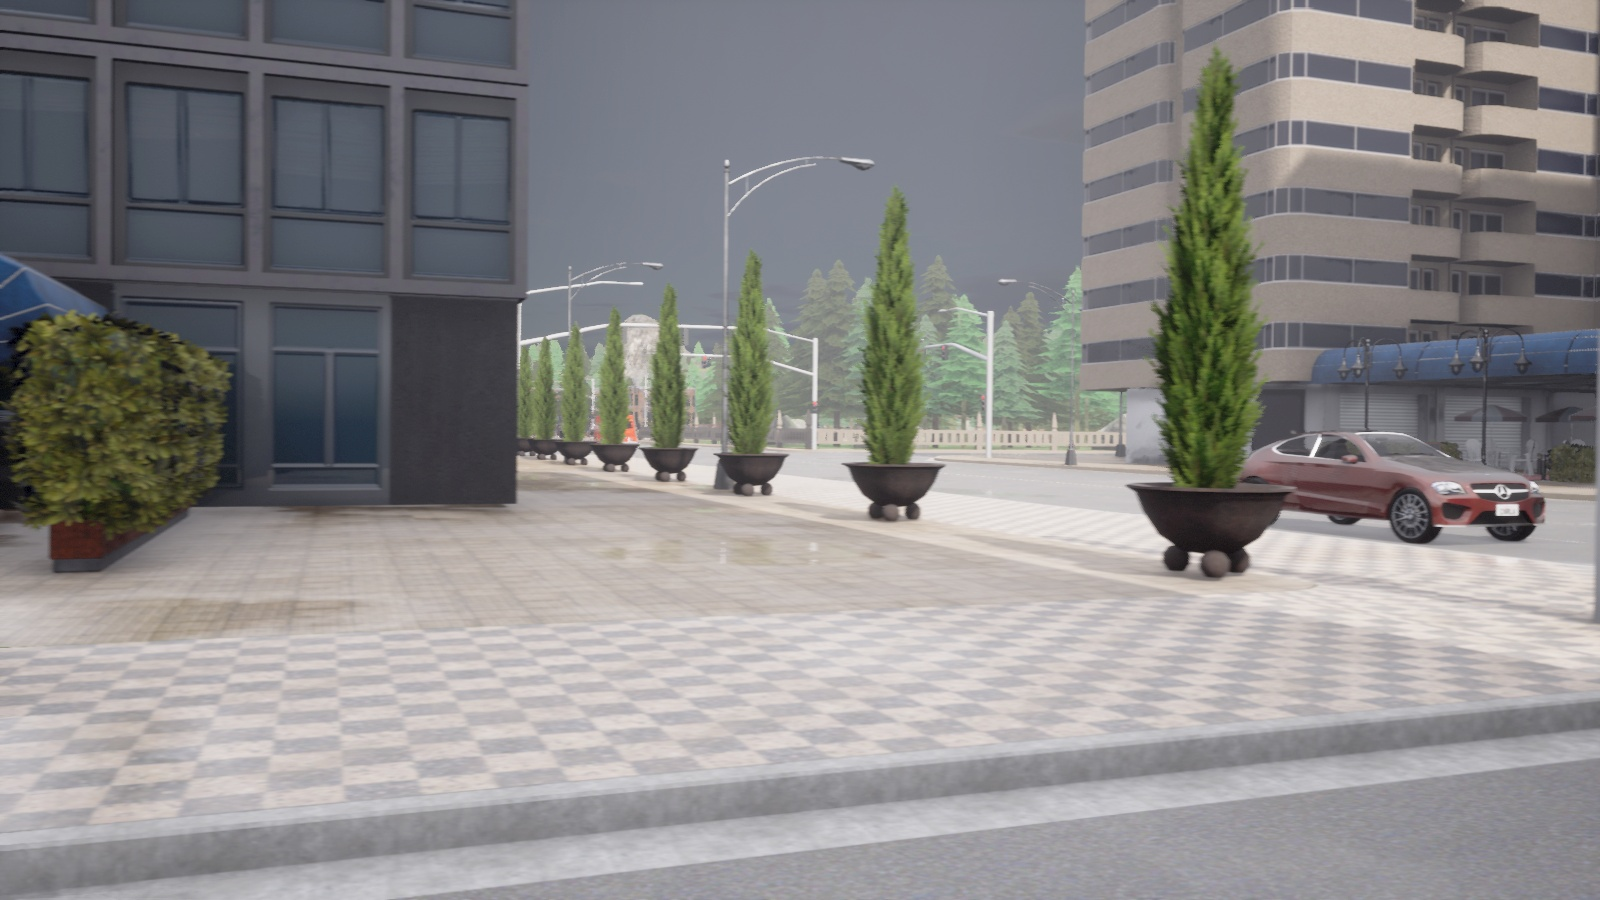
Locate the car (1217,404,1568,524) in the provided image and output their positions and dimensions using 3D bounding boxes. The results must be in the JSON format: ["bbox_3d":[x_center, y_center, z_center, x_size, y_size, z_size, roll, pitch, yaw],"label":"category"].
[{"bbox_3d":[9.217,0.150,20.117,2.152,1.651,5.027,-1,1,-20],"label":"car"}]

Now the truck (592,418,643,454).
[{"bbox_3d":[-13.349,-1.033,91.502,2.627,2.467,5.204,-1,1,-20],"label":"truck"}]
